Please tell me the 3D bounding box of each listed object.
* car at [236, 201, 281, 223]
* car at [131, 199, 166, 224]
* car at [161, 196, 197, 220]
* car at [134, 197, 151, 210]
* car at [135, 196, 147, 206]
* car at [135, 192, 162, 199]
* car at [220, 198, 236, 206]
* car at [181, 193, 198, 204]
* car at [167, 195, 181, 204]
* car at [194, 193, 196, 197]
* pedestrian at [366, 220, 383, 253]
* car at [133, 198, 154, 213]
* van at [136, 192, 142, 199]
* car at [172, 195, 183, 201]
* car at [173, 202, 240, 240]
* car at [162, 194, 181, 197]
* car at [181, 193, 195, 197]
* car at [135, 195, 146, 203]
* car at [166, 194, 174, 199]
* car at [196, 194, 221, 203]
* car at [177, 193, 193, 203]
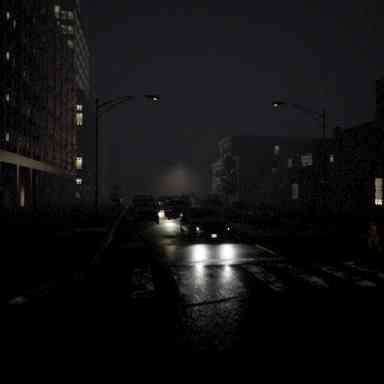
[{"bbox_3d":[5.031,1.440,24.806,1.752,1.417,4.829,1,0,-10],"label":"car"},{"bbox_3d":[-3.206,1.421,23.254,2.008,1.369,4.403,1,0,-10],"label":"car"},{"bbox_3d":[-1.151,1.349,26.618,1.882,1.535,5.008,0,0,-9],"label":"car"},{"bbox_3d":[-5.954,1.345,39.636,1.887,1.381,4.507,1,0,-10],"label":"car"},{"bbox_3d":[-7.758,1.282,50.390,1.752,1.417,4.829,1,0,-10],"label":"car"},{"bbox_3d":[-4.120,1.161,28.714,2.192,1.841,5.009,1,0,-10],"label":"car"},{"bbox_3d":[4.143,1.473,30.100,1.802,1.307,4.206,1,0,-10],"label":"car"},{"bbox_3d":[-0.435,1.095,57.403,2.192,1.841,5.009,1,0,-10],"label":"car"},{"bbox_3d":[-3.030,1.272,56.584,1.837,1.490,4.892,0,0,-10],"label":"car"},{"bbox_3d":[0.451,1.326,52.110,1.752,1.417,4.829,1,0,-10],"label":"car"},{"bbox_3d":[6.622,1.543,12.038,0.375,1.300,0.375,1,0,-10],"label":"pedestrian"},{"bbox_3d":[-5.038,1.374,34.176,2.008,1.369,4.403,1,0,-10],"label":"car"},{"bbox_3d":[-14.197,0.956,88.782,1.690,1.788,3.998,1,0,-10],"label":"van"},{"bbox_3d":[-3.186,1.284,73.785,1.947,1.339,4.313,1,0,-10],"label":"car"},{"bbox_3d":[0.504,1.463,16.776,2.033,1.411,5.357,0,0,-10],"label":"car"},{"bbox_3d":[-2.823,1.180,36.691,2.097,1.767,4.553,0,0,-10],"label":"car"},{"bbox_3d":[-1.263,1.285,46.343,1.882,1.535,5.008,0,0,-9],"label":"car"},{"bbox_3d":[-9.619,1.280,61.479,1.947,1.339,4.313,1,0,-10],"label":"car"},{"bbox_3d":[-5.934,1.242,90.167,1.802,1.307,4.206,1,0,-10],"label":"car"},{"bbox_3d":[2.313,1.160,41.020,2.192,1.841,5.009,1,0,-10],"label":"car"},{"bbox_3d":[-1.351,1.074,62.863,2.192,1.841,5.009,1,0,-10],"label":"car"}]
